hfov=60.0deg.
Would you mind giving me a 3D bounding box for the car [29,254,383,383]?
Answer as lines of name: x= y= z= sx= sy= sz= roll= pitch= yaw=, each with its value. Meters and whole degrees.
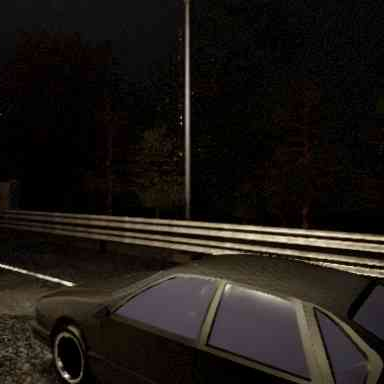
car: x=0.483 y=1.398 z=3.386 sx=5.357 sy=1.411 sz=2.033 roll=0 pitch=0 yaw=38
